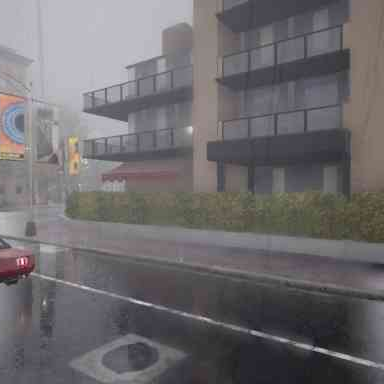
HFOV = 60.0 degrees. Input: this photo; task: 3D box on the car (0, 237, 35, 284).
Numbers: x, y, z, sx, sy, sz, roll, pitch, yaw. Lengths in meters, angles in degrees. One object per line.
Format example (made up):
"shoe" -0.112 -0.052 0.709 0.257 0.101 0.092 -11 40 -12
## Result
"car" -6.009 1.601 8.266 4.718 1.301 1.895 0 0 35
